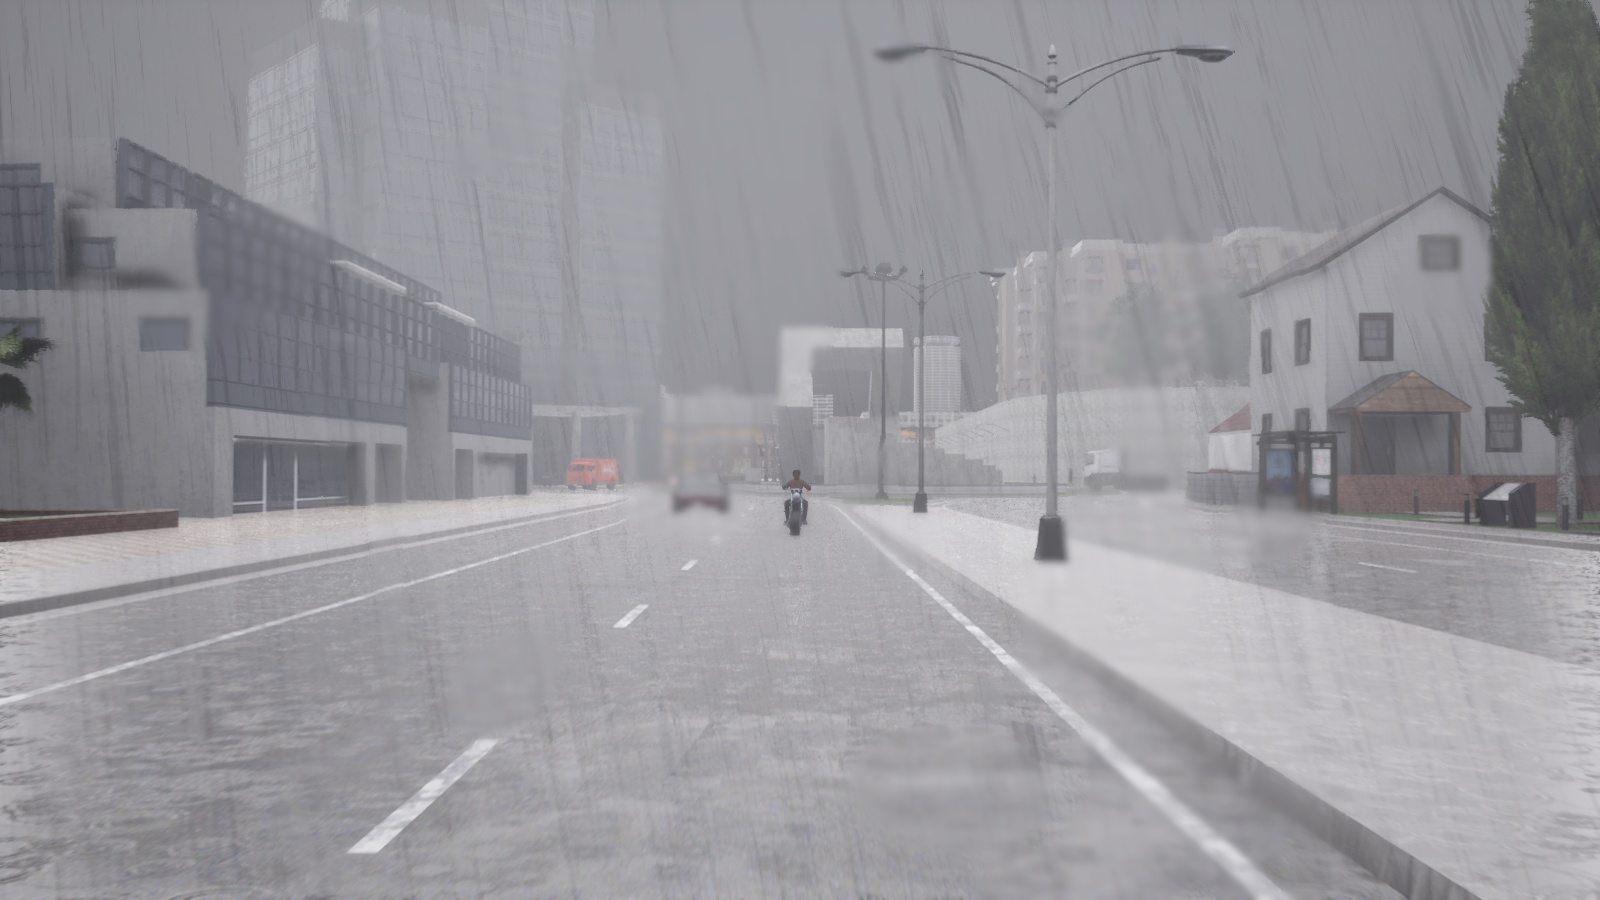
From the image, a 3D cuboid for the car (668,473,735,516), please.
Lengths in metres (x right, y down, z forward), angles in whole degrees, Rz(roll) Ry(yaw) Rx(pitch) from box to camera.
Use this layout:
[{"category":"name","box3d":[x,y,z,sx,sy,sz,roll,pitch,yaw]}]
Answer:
[{"category":"car","box3d":[-3.614,1.613,46.850,2.163,1.488,4.792,0,-1,0]}]

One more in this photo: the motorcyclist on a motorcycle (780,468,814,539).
[{"category":"motorcyclist on a motorcycle","box3d":[-0.074,1.275,30.460,0.766,1.649,2.350,0,-1,0]}]
